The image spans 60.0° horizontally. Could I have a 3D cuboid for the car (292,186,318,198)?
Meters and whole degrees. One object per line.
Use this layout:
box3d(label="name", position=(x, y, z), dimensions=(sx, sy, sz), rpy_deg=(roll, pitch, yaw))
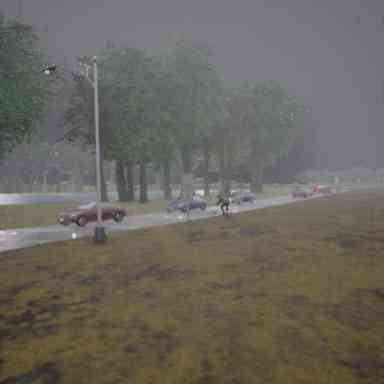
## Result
box3d(label="car", position=(15.821, 0.061, 47.485), dimensions=(2.128, 1.511, 4.902), rpy_deg=(-1, 1, 35))

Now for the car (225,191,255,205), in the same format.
box3d(label="car", position=(5.519, 0.642, 37.960), dimensions=(2.128, 1.511, 4.902), rpy_deg=(-1, 1, 35))

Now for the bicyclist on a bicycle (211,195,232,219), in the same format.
box3d(label="bicyclist on a bicycle", position=(1.982, 0.997, 22.558), dimensions=(1.656, 1.620, 0.582), rpy_deg=(-1, 1, 35))

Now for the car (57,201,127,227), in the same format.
box3d(label="car", position=(-6.249, 1.302, 21.263), dimensions=(1.812, 1.442, 4.674), rpy_deg=(-1, 0, 35))

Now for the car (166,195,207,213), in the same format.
box3d(label="car", position=(-0.385, 1.038, 29.577), dimensions=(1.812, 1.442, 4.674), rpy_deg=(-1, 1, 35))

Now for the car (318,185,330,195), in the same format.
box3d(label="car", position=(21.765, -0.362, 55.935), dimensions=(1.882, 1.535, 5.008), rpy_deg=(-1, 2, 35))
